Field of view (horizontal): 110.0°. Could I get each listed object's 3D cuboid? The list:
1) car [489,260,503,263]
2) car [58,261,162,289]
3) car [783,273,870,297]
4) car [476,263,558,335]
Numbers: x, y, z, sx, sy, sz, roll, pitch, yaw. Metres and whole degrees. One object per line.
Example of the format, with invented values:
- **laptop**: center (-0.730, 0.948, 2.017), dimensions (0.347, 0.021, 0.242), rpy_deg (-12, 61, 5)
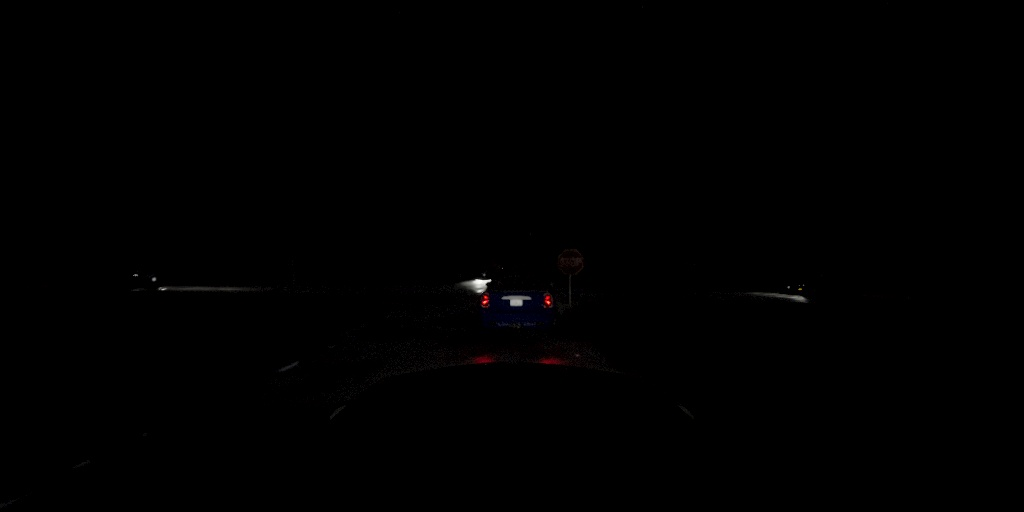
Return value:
- **car**: center (-2.810, 1.713, 56.086), dimensions (2.150, 2.045, 5.566), rpy_deg (0, -1, 1)
- **car**: center (-23.592, 1.075, 21.181), dimensions (4.902, 1.511, 2.128), rpy_deg (1, 0, 0)
- **car**: center (21.013, 1.902, 24.081), dimensions (4.892, 1.490, 1.837), rpy_deg (1, 0, 0)
- **car**: center (0.224, 1.208, 11.056), dimensions (2.097, 1.767, 4.553), rpy_deg (0, -1, 3)
